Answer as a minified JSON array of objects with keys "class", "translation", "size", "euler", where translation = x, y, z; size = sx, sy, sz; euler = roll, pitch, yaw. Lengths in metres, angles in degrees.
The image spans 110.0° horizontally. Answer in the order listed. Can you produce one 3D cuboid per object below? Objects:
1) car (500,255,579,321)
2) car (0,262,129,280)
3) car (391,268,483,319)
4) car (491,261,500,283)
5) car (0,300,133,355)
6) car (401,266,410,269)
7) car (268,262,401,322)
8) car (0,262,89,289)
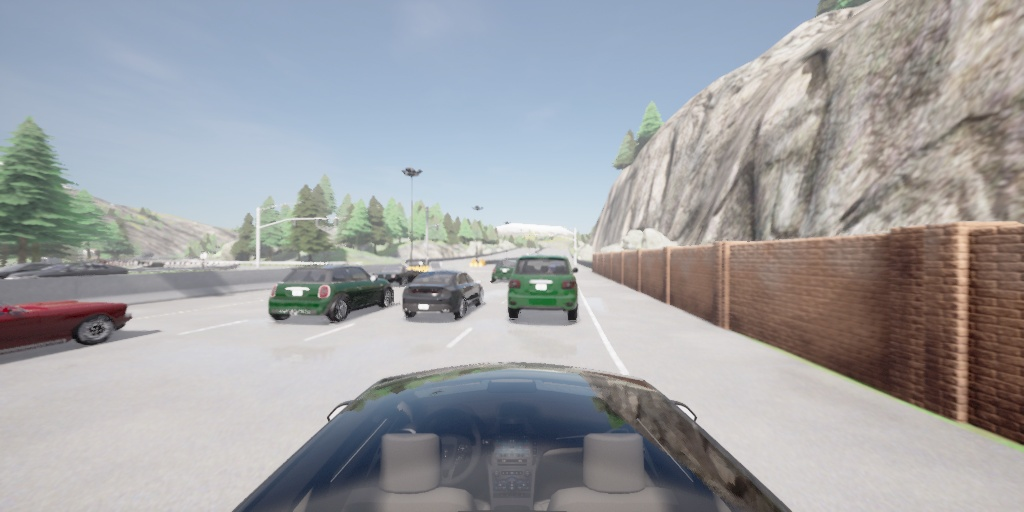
[{"class":"car","translation":[1.185,0.983,12.829],"size":[2.150,2.045,5.566],"euler":[0,0,8]},{"class":"car","translation":[-26.054,1.129,21.317],"size":[2.128,1.511,4.902],"euler":[0,0,8]},{"class":"car","translation":[-2.305,1.248,12.926],"size":[1.837,1.490,4.892],"euler":[0,0,7]},{"class":"car","translation":[-0.252,1.114,28.337],"size":[2.097,1.767,4.553],"euler":[0,0,8]},{"class":"car","translation":[-10.085,1.297,6.385],"size":[1.895,1.301,4.718],"euler":[0,0,4]},{"class":"car","translation":[-7.780,1.320,24.980],"size":[1.895,1.301,4.718],"euler":[0,0,8]},{"class":"car","translation":[-5.887,1.075,12.340],"size":[2.097,1.767,4.553],"euler":[0,0,7]},{"class":"car","translation":[-29.522,1.158,21.793],"size":[1.812,1.442,4.674],"euler":[0,0,8]}]
